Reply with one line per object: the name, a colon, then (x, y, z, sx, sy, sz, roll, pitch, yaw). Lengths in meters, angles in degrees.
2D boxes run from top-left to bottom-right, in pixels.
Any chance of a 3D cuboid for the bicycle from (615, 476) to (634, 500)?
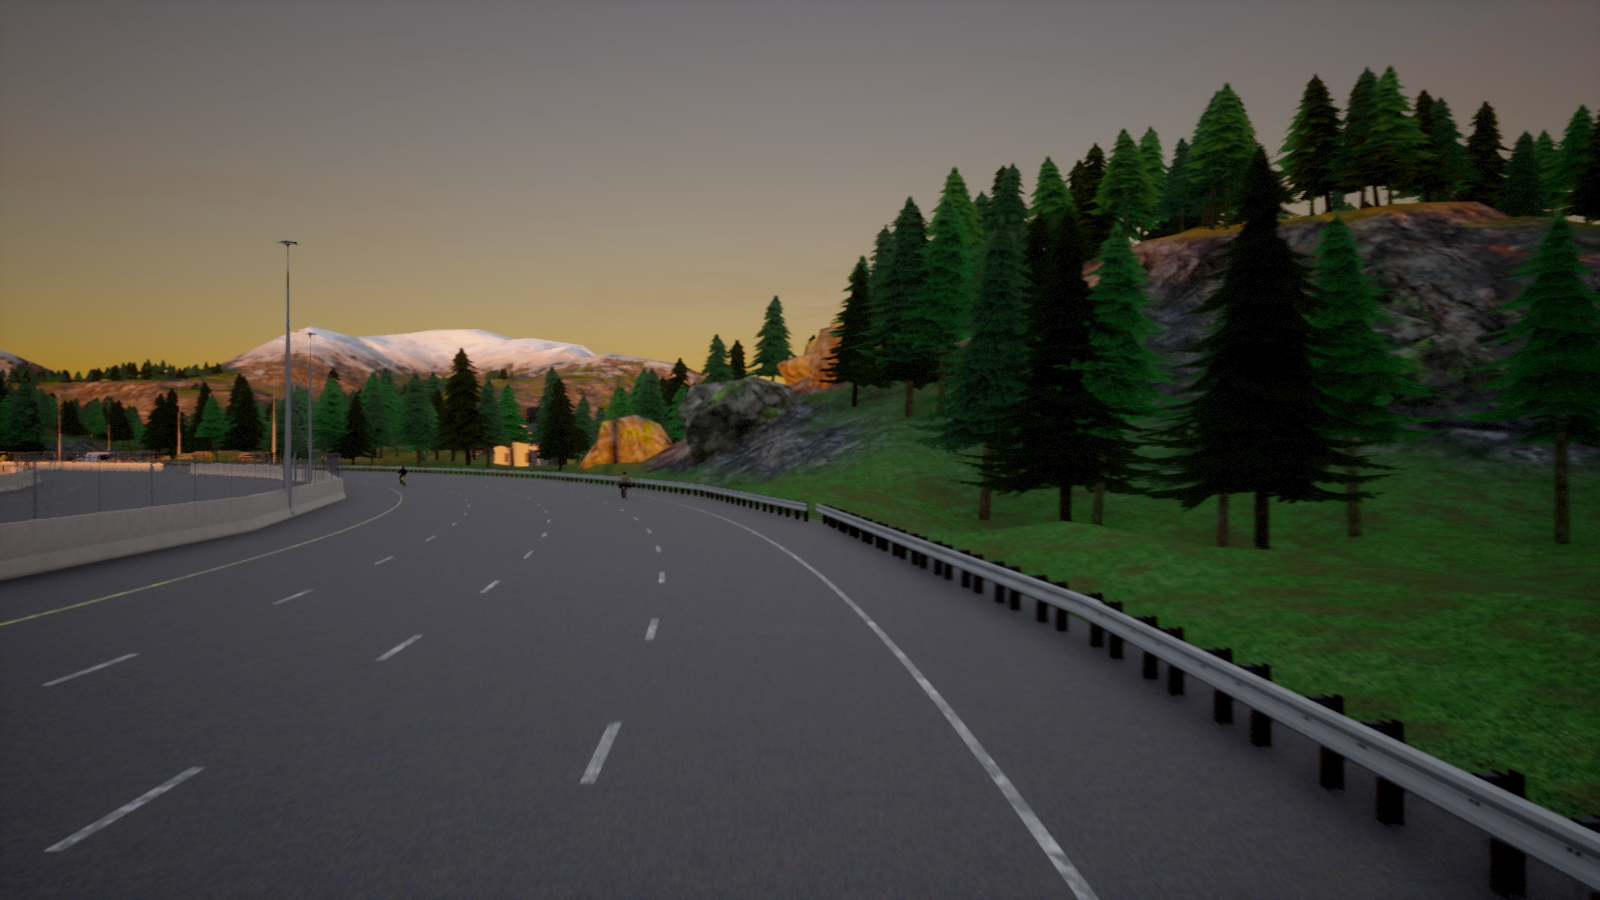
bicycle: (-10.099, 2.161, 65.586, 0.859, 1.295, 1.487, 0, 0, -17)
